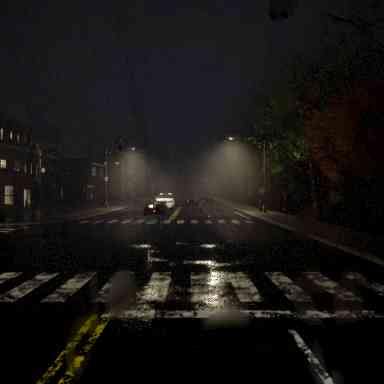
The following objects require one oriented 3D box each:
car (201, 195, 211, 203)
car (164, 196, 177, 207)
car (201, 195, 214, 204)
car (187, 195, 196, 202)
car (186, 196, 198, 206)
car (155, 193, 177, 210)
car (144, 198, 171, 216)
[{"bbox_3d":[3.080,1.494,73.237,2.128,1.511,4.902,0,0,0],"label":"car"},{"bbox_3d":[-3.450,1.485,53.605,1.837,1.490,4.892,0,0,0],"label":"car"},{"bbox_3d":[3.205,1.577,63.231,1.895,1.301,4.718,0,0,0],"label":"car"},{"bbox_3d":[-0.160,1.510,74.673,2.033,1.411,5.357,0,0,0],"label":"car"},{"bbox_3d":[-0.031,1.580,55.808,1.895,1.301,4.718,0,0,0],"label":"car"},{"bbox_3d":[-3.432,1.207,43.097,2.150,2.045,5.566,0,0,0],"label":"car"},{"bbox_3d":[-3.415,1.554,31.890,1.994,1.385,4.181,0,0,0],"label":"car"}]
